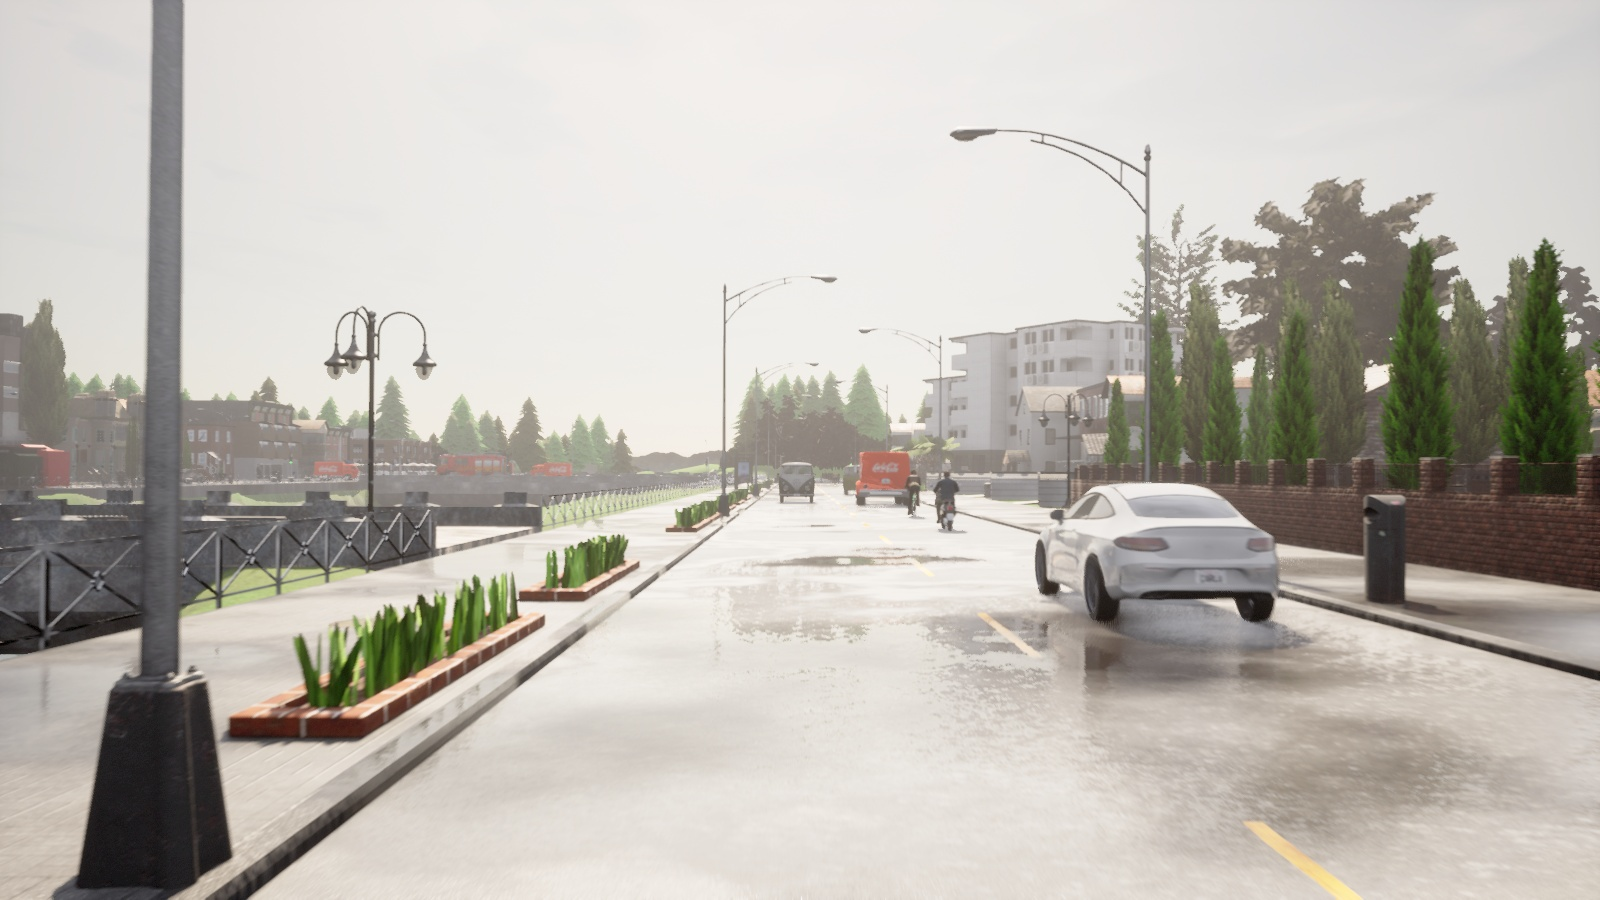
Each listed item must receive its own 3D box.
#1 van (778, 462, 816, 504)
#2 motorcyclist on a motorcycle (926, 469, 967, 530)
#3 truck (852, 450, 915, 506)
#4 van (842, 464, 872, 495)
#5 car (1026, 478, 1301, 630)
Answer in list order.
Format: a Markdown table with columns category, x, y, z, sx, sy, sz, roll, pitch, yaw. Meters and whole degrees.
| category | x | y | z | sx | sy | sz | roll | pitch | yaw |
| --- | --- | --- | --- | --- | --- | --- | --- | --- | --- |
| van | -0.147 | 1.606 | 62.036 | 1.775 | 1.987 | 4.442 | 0 | -1 | 0 |
| motorcyclist on a motorcycle | 3.921 | 1.316 | 33.657 | 0.866 | 1.590 | 1.817 | 0 | -1 | 0 |
| truck | 3.859 | 1.302 | 59.122 | 2.627 | 2.467 | 5.204 | 0 | -1 | 0 |
| van | 3.802 | 1.959 | 84.031 | 1.775 | 1.987 | 4.442 | 0 | -1 | 0 |
| car | 3.966 | 1.069 | 14.585 | 1.812 | 1.442 | 4.674 | 0 | -1 | 0 |
